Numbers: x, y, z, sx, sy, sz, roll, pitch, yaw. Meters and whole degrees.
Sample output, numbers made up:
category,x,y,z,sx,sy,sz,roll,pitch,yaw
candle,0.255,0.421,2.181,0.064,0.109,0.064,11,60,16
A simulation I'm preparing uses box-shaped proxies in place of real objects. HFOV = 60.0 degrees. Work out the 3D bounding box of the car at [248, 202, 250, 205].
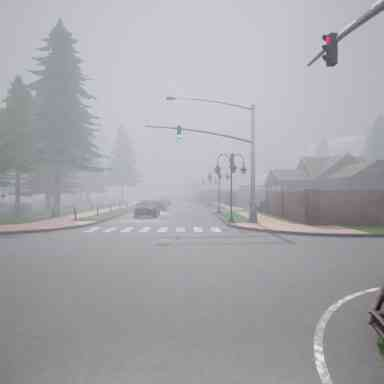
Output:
category,x,y,z,sx,sy,sz,roll,pitch,yaw
car,8.448,1.146,37.759,3.866,1.878,1.905,0,0,-1

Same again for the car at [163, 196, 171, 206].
category,x,y,z,sx,sy,sz,roll,pitch,yaw
car,-4.280,1.448,52.790,1.882,1.535,5.008,0,0,-1

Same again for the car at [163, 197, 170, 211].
category,x,y,z,sx,sy,sz,roll,pitch,yaw
car,-4.112,1.571,40.433,1.895,1.301,4.718,0,0,0

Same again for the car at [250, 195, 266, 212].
category,x,y,z,sx,sy,sz,roll,pitch,yaw
car,8.862,1.144,35.249,4.605,1.855,1.932,0,0,-1

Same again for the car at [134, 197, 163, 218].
category,x,y,z,sx,sy,sz,roll,pitch,yaw
car,-4.037,1.448,30.443,1.882,1.535,5.008,0,0,0
